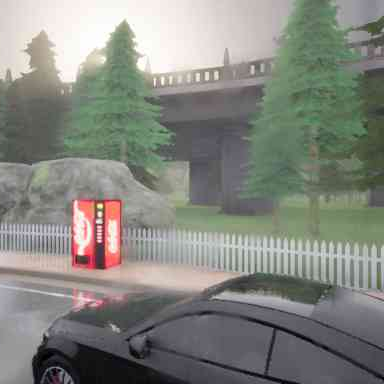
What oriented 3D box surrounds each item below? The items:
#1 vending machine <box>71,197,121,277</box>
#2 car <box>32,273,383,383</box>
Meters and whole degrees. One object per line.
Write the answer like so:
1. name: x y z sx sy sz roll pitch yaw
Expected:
1. vending machine: -2.709 1.195 9.494 0.880 2.100 1.100 0 0 23
2. car: 0.534 1.525 3.027 4.674 1.442 1.812 0 0 33
